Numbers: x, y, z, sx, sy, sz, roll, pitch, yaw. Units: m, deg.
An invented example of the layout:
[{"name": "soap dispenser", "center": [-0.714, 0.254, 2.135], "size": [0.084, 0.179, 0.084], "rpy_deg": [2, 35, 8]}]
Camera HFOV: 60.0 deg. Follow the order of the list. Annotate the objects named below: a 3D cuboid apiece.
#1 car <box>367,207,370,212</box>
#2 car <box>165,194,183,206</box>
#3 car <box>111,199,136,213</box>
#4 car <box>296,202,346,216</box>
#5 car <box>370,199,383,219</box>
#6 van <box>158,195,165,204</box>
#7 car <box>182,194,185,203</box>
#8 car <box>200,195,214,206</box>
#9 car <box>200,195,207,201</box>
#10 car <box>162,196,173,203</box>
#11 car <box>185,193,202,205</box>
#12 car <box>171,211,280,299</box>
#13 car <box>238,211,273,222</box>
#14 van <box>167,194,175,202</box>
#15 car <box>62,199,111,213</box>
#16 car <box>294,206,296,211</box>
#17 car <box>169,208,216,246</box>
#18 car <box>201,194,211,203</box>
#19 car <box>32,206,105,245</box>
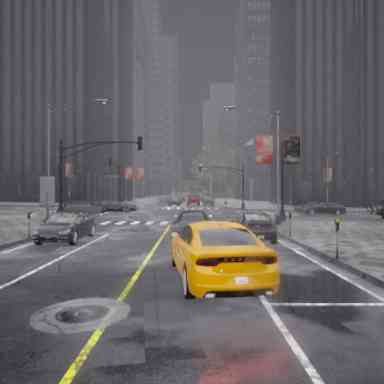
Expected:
[{"name": "car", "center": [24.106, 2.037, 40.790], "size": [4.902, 1.511, 2.128], "rpy_deg": [1, 0, 0]}, {"name": "car", "center": [-2.917, 1.569, 55.289], "size": [1.882, 1.535, 5.008], "rpy_deg": [0, 0, 1]}, {"name": "car", "center": [-8.604, 1.481, 34.964], "size": [5.357, 1.411, 2.033], "rpy_deg": [1, 0, -12]}, {"name": "car", "center": [14.746, 1.864, 37.568], "size": [4.892, 1.490, 1.837], "rpy_deg": [1, 0, 1]}, {"name": "car", "center": [20.100, 1.659, 30.857], "size": [5.566, 2.045, 2.150], "rpy_deg": [1, 0, 0]}, {"name": "van", "center": [-5.541, 1.447, 63.214], "size": [1.690, 1.788, 3.998], "rpy_deg": [0, 0, 1]}, {"name": "car", "center": [-2.807, 1.601, 64.864], "size": [2.128, 1.511, 4.902], "rpy_deg": [0, 0, 1]}, {"name": "car", "center": [2.936, 1.646, 57.629], "size": [2.008, 1.369, 4.403], "rpy_deg": [0, 0, 1]}, {"name": "car", "center": [3.227, 1.685, 90.876], "size": [1.752, 1.417, 4.829], "rpy_deg": [0, 0, 1]}, {"name": "car", "center": [-5.444, 1.693, 74.238], "size": [1.947, 1.339, 4.313], "rpy_deg": [0, 0, 1]}, {"name": "car", "center": [0.293, 1.322, 60.618], "size": [2.150, 2.045, 5.566], "rpy_deg": [0, 0, 1]}, {"name": "car", "center": [0.553, 1.490, 8.609], "size": [1.882, 1.535, 5.008], "rpy_deg": [0, 0, -9]}, {"name": "car", "center": [2.760, 1.574, 15.446], "size": [2.008, 1.369, 4.403], "rpy_deg": [0, 0, 0]}, {"name": "van", "center": [-5.347, 1.490, 85.264], "size": [1.690, 1.788, 3.998], "rpy_deg": [0, 0, 1]}, {"name": "car", "center": [-10.143, 1.449, 30.946], "size": [4.181, 1.385, 1.994], "rpy_deg": [1, 0, 0]}, {"name": "car", "center": [14.895, 1.899, 40.828], "size": [4.674, 1.442, 1.812], "rpy_deg": [1, 0, 2]}, {"name": "car", "center": [0.047, 1.588, 16.136], "size": [1.994, 1.385, 4.181], "rpy_deg": [0, 0, 0]}, {"name": "car", "center": [3.081, 1.442, 74.167], "size": [2.192, 1.841, 5.009], "rpy_deg": [0, 0, 1]}, {"name": "car", "center": [-5.765, 1.574, 15.446], "size": [2.008, 1.369, 4.403], "rpy_deg": [0, 0, 0]}]
